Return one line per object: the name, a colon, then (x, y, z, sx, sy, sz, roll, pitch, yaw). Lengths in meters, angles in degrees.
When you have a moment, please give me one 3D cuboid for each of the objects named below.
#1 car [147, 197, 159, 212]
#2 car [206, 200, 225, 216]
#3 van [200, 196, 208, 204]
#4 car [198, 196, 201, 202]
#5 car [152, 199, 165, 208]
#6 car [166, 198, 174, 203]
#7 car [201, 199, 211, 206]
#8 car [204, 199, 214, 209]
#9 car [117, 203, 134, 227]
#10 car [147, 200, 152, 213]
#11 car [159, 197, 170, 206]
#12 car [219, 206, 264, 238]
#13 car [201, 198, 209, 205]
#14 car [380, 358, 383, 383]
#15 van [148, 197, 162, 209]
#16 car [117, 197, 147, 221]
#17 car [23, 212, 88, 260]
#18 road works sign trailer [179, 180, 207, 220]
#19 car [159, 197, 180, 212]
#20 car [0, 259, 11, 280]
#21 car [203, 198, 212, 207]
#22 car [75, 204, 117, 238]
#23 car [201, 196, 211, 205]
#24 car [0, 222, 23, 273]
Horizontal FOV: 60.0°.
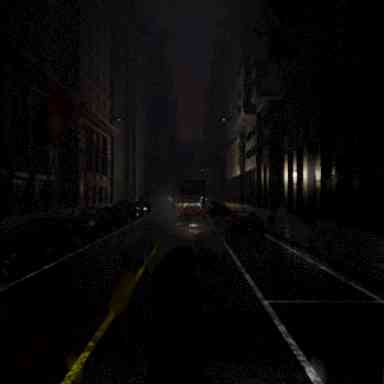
car: (-5.713, 1.600, 40.802, 2.192, 1.841, 5.009, 0, 0, 0)
car: (2.805, 1.811, 35.202, 1.947, 1.339, 4.313, 0, 0, 0)
van: (2.855, 1.920, 80.018, 1.690, 1.788, 3.998, 0, 0, 0)
car: (2.836, 1.766, 63.213, 2.192, 1.841, 5.009, 0, 0, 0)
car: (-5.696, 1.932, 57.434, 1.752, 1.417, 4.829, 0, 0, 0)
car: (-5.665, 2.203, 85.612, 1.802, 1.307, 4.206, 0, 0, 0)
car: (2.842, 2.076, 68.813, 1.802, 1.307, 4.206, 0, 0, 0)
car: (2.811, 1.851, 40.804, 1.947, 1.339, 4.313, 0, 0, 0)
car: (-5.733, 1.732, 23.995, 1.947, 1.339, 4.313, 0, 0, 0)
car: (-5.720, 1.826, 35.198, 1.802, 1.307, 4.206, 0, 0, 0)
car: (-5.683, 1.933, 68.809, 1.967, 1.590, 4.097, 0, 0, 0)
car: (2.786, 1.673, 18.396, 1.887, 1.381, 4.507, 0, 0, 0)
car: (2.848, 2.063, 74.585, 1.752, 1.417, 4.829, 0, 0, 0)
car: (2.768, 1.452, 1.590, 1.967, 1.590, 4.097, 0, 0, 0)
van: (-5.701, 1.707, 52.004, 1.690, 1.788, 3.998, 0, 0, 0)
car: (-5.726, 1.520, 29.599, 2.192, 1.841, 5.009, 0, 0, 0)
car: (-5.745, 1.655, 12.792, 1.947, 1.339, 4.313, 0, 0, 0)
road works sign trailer: (0.034, 0.673, 30.063, 2.380, 3.560, 2.880, 0, 0, 0)
car: (-3.040, 1.799, 43.933, 2.128, 1.511, 4.902, 0, 0, 0)
car: (-3.099, 1.538, 1.633, 1.812, 1.442, 4.674, 0, 0, 0)
car: (2.817, 1.877, 46.405, 2.008, 1.369, 4.403, 0, 0, 0)
car: (-5.739, 1.567, 18.395, 1.967, 1.590, 4.097, 0, 0, 0)
car: (2.824, 1.807, 52.008, 1.967, 1.590, 4.097, 0, 0, 0)
car: (-5.751, 1.490, 7.192, 1.967, 1.590, 4.097, 0, 0, 0)
